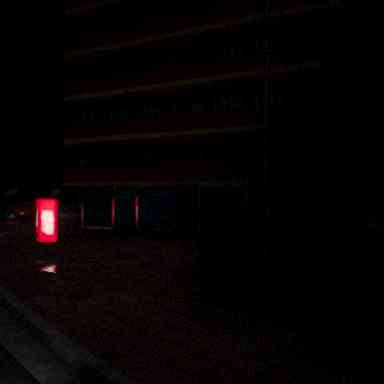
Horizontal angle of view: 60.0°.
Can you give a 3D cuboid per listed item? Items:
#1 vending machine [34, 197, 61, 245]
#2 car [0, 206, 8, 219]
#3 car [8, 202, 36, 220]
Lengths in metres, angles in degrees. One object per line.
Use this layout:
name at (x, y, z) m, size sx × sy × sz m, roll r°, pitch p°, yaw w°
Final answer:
vending machine at (-6.514, 1.262, 14.988) m, size 1.100 × 2.100 × 0.880 m, roll 0°, pitch 0°, yaw -25°
car at (-17.383, 1.579, 28.010) m, size 1.882 × 1.535 × 5.008 m, roll 0°, pitch 0°, yaw -1°
car at (-13.836, 1.604, 29.753) m, size 1.882 × 1.535 × 5.008 m, roll 0°, pitch 0°, yaw 2°
